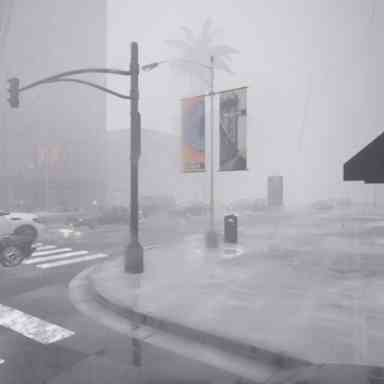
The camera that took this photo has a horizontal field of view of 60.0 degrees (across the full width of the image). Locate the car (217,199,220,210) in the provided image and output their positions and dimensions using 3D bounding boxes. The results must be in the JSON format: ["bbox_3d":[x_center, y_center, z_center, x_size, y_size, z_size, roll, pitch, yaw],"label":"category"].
[{"bbox_3d":[2.272,1.536,39.295,1.882,1.535,5.008,0,0,35],"label":"car"}]

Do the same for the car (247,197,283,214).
[{"bbox_3d":[8.241,1.418,36.151,2.097,1.767,4.553,0,0,35],"label":"car"}]

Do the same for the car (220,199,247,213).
[{"bbox_3d":[5.734,1.556,38.566,2.128,1.511,4.902,0,0,35],"label":"car"}]

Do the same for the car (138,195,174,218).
[{"bbox_3d":[-3.655,1.260,30.928,2.150,2.045,5.566,0,0,35],"label":"car"}]

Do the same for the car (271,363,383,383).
[{"bbox_3d":[2.224,1.550,1.259,4.403,1.369,2.008,0,0,36],"label":"car"}]

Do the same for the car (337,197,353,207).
[{"bbox_3d":[24.833,1.624,53.995,2.128,1.511,4.902,0,0,35],"label":"car"}]

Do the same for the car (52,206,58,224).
[{"bbox_3d":[-9.294,1.622,22.957,1.895,1.301,4.718,0,0,35],"label":"car"}]

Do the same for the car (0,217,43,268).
[{"bbox_3d":[-6.896,1.613,9.103,1.895,1.301,4.718,0,0,35],"label":"car"}]

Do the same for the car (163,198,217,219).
[{"bbox_3d":[-0.105,1.521,30.317,1.882,1.535,5.008,0,0,35],"label":"car"}]

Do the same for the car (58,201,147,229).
[{"bbox_3d":[-5.775,1.574,22.294,2.033,1.411,5.357,0,0,35],"label":"car"}]

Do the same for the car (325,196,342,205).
[{"bbox_3d":[26.198,1.627,61.564,1.882,1.535,5.008,0,0,35],"label":"car"}]

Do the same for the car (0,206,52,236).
[{"bbox_3d":[-8.511,1.236,12.446,2.150,2.045,5.566,0,0,35],"label":"car"}]

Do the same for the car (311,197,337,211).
[{"bbox_3d":[16.652,1.657,42.419,1.994,1.385,4.181,0,0,35],"label":"car"}]
